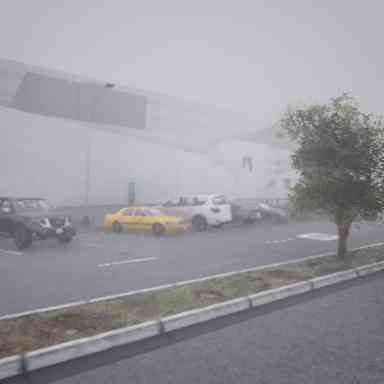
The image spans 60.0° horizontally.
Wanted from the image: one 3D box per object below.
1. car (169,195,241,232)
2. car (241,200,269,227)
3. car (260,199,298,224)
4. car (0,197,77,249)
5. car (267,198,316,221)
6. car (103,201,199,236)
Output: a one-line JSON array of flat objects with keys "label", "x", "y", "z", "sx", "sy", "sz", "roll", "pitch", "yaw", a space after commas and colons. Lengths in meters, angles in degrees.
[{"label": "car", "x": -0.268, "y": 1.200, "z": 20.084, "sx": 5.566, "sy": 2.045, "sz": 2.435, "roll": -1, "pitch": 0, "yaw": 35}, {"label": "car", "x": 2.178, "y": 1.457, "z": 21.823, "sx": 4.792, "sy": 1.488, "sz": 2.163, "roll": -1, "pitch": 0, "yaw": 35}, {"label": "car", "x": 4.656, "y": 1.444, "z": 23.559, "sx": 4.674, "sy": 1.452, "sz": 2.002, "roll": -1, "pitch": -1, "yaw": 35}, {"label": "car", "x": -7.553, "y": 1.240, "z": 14.833, "sx": 5.566, "sy": 2.045, "sz": 2.435, "roll": -1, "pitch": -1, "yaw": 35}, {"label": "car", "x": 7.072, "y": 1.243, "z": 25.315, "sx": 4.553, "sy": 1.767, "sz": 2.185, "roll": -1, "pitch": -1, "yaw": 35}, {"label": "car", "x": -2.535, "y": 1.463, "z": 18.224, "sx": 5.366, "sy": 1.575, "sz": 1.946, "roll": -1, "pitch": -1, "yaw": 35}]
